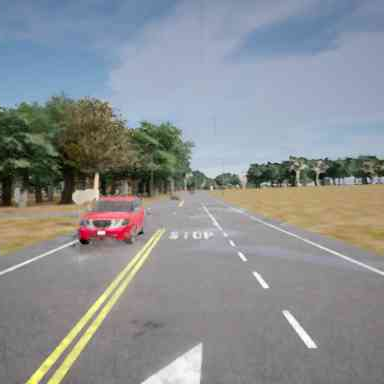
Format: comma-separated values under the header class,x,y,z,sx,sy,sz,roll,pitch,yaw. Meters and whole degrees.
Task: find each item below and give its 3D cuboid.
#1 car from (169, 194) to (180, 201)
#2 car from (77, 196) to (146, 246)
class,x,y,z,sx,sy,sz,roll,pitch,yaw
car,-3.534,1.081,68.620,1.994,1.385,4.181,0,1,0
car,-3.510,1.225,15.612,2.150,2.045,5.566,0,0,0
